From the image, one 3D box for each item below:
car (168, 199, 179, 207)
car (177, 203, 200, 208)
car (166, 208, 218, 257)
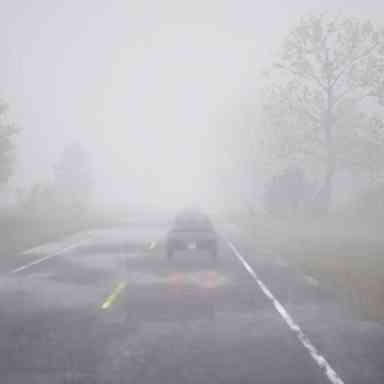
[{"bbox_3d":[-3.523,2.144,65.347,1.994,1.385,4.181,0,0,0],"label":"car"},{"bbox_3d":[0.021,1.842,28.522,1.994,1.385,4.181,0,0,1],"label":"car"},{"bbox_3d":[0.021,1.628,13.488,2.128,1.511,4.902,0,0,0],"label":"car"}]
